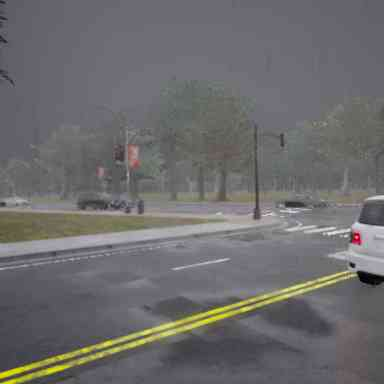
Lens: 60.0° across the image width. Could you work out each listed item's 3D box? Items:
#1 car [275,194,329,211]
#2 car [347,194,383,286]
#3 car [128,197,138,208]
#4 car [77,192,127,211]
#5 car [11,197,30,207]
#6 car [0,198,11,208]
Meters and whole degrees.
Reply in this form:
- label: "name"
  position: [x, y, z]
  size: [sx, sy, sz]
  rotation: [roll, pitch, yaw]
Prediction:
- label: "car"
  position: [10.165, 0.931, 31.060]
  size: [4.902, 1.511, 2.128]
  rotation: [0, 0, 44]
- label: "car"
  position: [5.789, 1.019, 7.621]
  size: [5.566, 2.045, 2.150]
  rotation: [-2, 1, -36]
- label: "car"
  position: [-8.271, 1.061, 38.992]
  size: [4.553, 1.767, 2.097]
  rotation: [-1, 1, 32]
- label: "car"
  position: [-10.200, 0.991, 36.362]
  size: [5.566, 2.045, 2.150]
  rotation: [-1, 1, 32]
- label: "car"
  position: [-26.727, 1.497, 50.756]
  size: [4.674, 1.442, 1.812]
  rotation: [-1, 0, 33]
- label: "car"
  position: [-28.957, 1.637, 48.330]
  size: [4.718, 1.301, 1.895]
  rotation: [-1, 1, 32]
